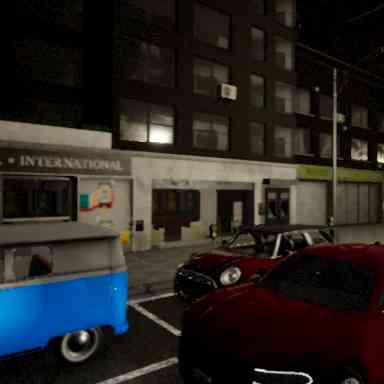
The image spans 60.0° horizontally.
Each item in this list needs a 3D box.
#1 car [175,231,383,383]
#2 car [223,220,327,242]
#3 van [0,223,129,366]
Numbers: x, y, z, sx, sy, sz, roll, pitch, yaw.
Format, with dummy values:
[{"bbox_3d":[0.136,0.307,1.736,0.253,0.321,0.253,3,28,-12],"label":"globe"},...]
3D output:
[{"bbox_3d":[2.143,1.510,4.594,5.008,1.535,1.882,1,0,-35],"label":"car"},{"bbox_3d":[1.613,1.481,7.331,4.097,1.590,1.967,1,0,-35],"label":"car"},{"bbox_3d":[-2.797,1.341,4.194,3.998,1.788,1.690,1,0,-35],"label":"van"}]
